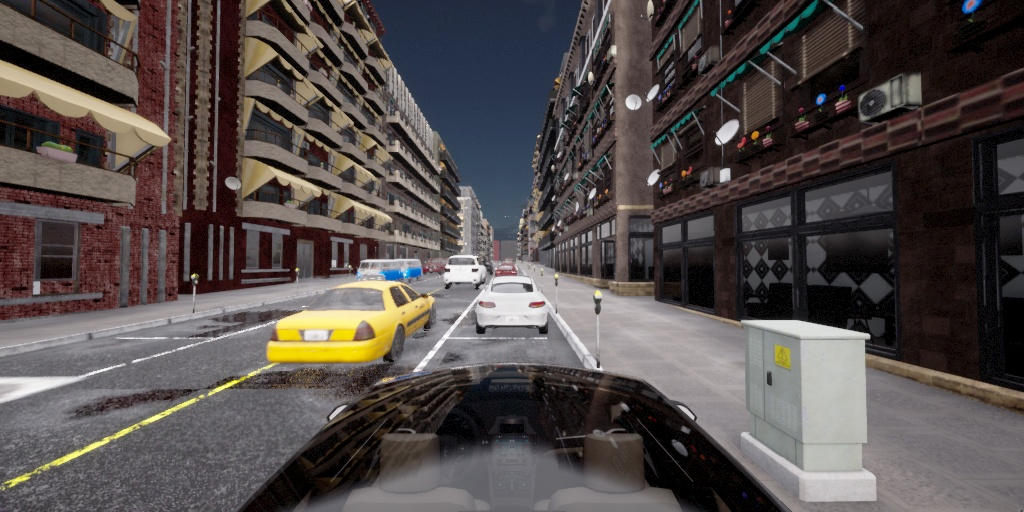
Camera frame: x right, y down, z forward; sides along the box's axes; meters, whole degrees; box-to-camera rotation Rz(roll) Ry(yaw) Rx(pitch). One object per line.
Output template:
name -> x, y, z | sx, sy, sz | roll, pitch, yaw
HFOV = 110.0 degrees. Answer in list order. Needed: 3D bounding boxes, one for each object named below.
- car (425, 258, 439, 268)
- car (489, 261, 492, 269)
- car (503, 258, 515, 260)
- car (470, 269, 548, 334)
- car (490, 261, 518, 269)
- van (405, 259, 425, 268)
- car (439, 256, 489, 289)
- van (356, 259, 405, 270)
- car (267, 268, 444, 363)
car -> -8.335, 1.115, 39.194 | 2.192, 1.841, 5.009 | 0, 0, 0
car -> -2.950, 1.308, 39.842 | 1.837, 1.490, 4.892 | 0, 0, 0
car -> -0.445, 1.240, 39.134 | 1.967, 1.591, 4.097 | 0, 0, 0
car -> 0.003, 1.281, 10.503 | 1.812, 1.442, 4.674 | 0, 0, 0
car -> -0.452, 1.322, 28.072 | 1.888, 1.381, 4.507 | 0, 0, 0
van -> -8.335, 1.118, 28.134 | 1.690, 1.789, 3.998 | 0, 0, 0
car -> -2.958, 0.992, 23.500 | 2.150, 2.045, 5.566 | 0, 0, 0
van -> -8.335, 1.108, 22.603 | 1.690, 1.789, 3.998 | 0, 0, 0
car -> -3.020, 1.209, 8.093 | 1.801, 1.575, 5.366 | 0, 0, 0
